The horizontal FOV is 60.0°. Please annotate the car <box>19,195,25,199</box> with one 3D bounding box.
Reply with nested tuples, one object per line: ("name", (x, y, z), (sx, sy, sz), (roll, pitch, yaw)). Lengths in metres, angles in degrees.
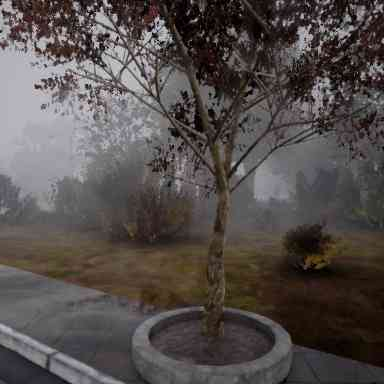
("car", (-22.628, 1.174, 43.321), (1.837, 1.490, 4.892), (1, 0, 32))
